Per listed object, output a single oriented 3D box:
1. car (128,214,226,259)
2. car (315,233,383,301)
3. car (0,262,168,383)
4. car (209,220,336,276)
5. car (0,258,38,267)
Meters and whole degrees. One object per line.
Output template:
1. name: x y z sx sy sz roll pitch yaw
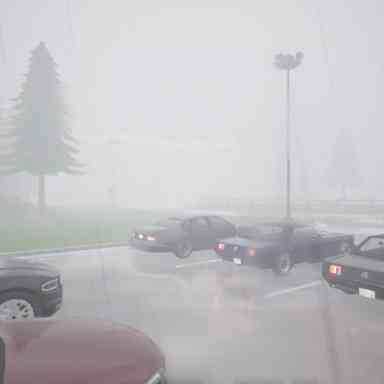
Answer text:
1. car: 0.315 1.547 12.695 5.357 1.411 2.033 0 0 -35
2. car: 5.080 1.601 7.485 4.718 1.301 1.895 0 0 -35
3. car: -2.326 1.526 2.087 4.674 1.442 1.812 0 0 -36
4. car: 3.060 1.601 10.344 4.718 1.301 1.895 0 0 -35
5. car: -4.531 1.478 4.814 5.008 1.535 1.882 0 0 -36
